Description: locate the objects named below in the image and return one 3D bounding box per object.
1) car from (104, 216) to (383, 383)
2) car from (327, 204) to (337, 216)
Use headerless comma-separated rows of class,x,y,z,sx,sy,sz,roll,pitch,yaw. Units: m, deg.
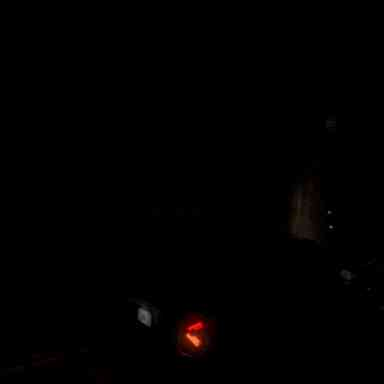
car,1.153,1.397,4.933,4.553,1.767,2.097,1,-1,-38
car,12.548,1.633,27.183,2.097,1.767,4.553,0,-1,35
